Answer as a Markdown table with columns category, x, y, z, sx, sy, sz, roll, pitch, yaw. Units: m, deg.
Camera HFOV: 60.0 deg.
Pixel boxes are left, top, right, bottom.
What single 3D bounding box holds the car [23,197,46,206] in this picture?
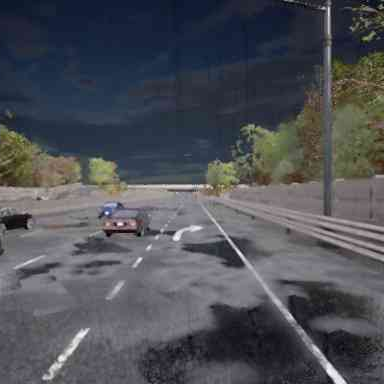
| category | x | y | z | sx | sy | sz | roll | pitch | yaw |
| --- | --- | --- | --- | --- | --- | --- | --- | --- | --- |
| car | -27.986 | 1.645 | 59.187 | 1.812 | 1.442 | 4.674 | 0 | 0 | 0 |

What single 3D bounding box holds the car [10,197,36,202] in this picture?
| category | x | y | z | sx | sy | sz | roll | pitch | yaw |
| --- | --- | --- | --- | --- | --- | --- | --- | --- | --- |
| car | -24.533 | 1.578 | 49.860 | 2.128 | 1.511 | 4.902 | 0 | 0 | 1 |

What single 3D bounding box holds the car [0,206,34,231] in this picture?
| category | x | y | z | sx | sy | sz | roll | pitch | yaw |
| --- | --- | --- | --- | --- | --- | --- | --- | --- | --- |
| car | -10.393 | 1.511 | 18.077 | 2.128 | 1.511 | 4.902 | 0 | 0 | 0 |

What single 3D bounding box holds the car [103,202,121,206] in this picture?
| category | x | y | z | sx | sy | sz | roll | pitch | yaw |
| --- | --- | --- | --- | --- | --- | --- | --- | --- | --- |
| car | -6.889 | 1.564 | 29.314 | 1.812 | 1.442 | 4.674 | 0 | 0 | 0 |

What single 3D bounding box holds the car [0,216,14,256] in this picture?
| category | x | y | z | sx | sy | sz | roll | pitch | yaw |
| --- | --- | --- | --- | --- | --- | --- | --- | --- | --- |
| car | -6.896 | 1.556 | 8.160 | 2.033 | 1.411 | 5.357 | 0 | 0 | 0 |

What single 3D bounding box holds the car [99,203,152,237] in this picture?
| category | x | y | z | sx | sy | sz | roll | pitch | yaw |
| --- | --- | --- | --- | --- | --- | --- | --- | --- | --- |
| car | -3.399 | 1.569 | 18.278 | 2.033 | 1.411 | 5.357 | 0 | 0 | 0 |

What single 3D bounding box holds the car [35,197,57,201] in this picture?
| category | x | y | z | sx | sy | sz | roll | pitch | yaw |
| --- | --- | --- | --- | --- | --- | --- | --- | --- | --- |
| car | -21.043 | 1.650 | 49.569 | 1.994 | 1.385 | 4.181 | 0 | 0 | 0 |
